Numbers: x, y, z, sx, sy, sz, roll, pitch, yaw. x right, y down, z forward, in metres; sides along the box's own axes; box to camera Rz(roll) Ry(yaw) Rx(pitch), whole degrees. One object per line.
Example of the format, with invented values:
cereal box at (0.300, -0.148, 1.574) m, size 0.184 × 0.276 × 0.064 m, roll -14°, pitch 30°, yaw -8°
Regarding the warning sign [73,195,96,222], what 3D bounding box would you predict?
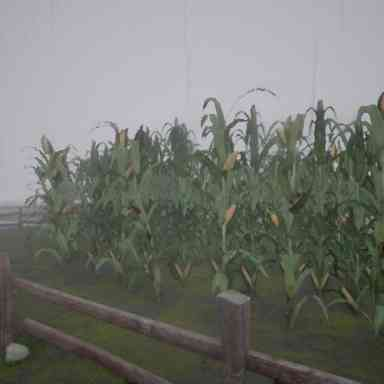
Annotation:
warning sign at (-8.000, 1.200, 24.815) m, size 1.300 × 1.860 × 1.060 m, roll 1°, pitch 1°, yaw 35°
